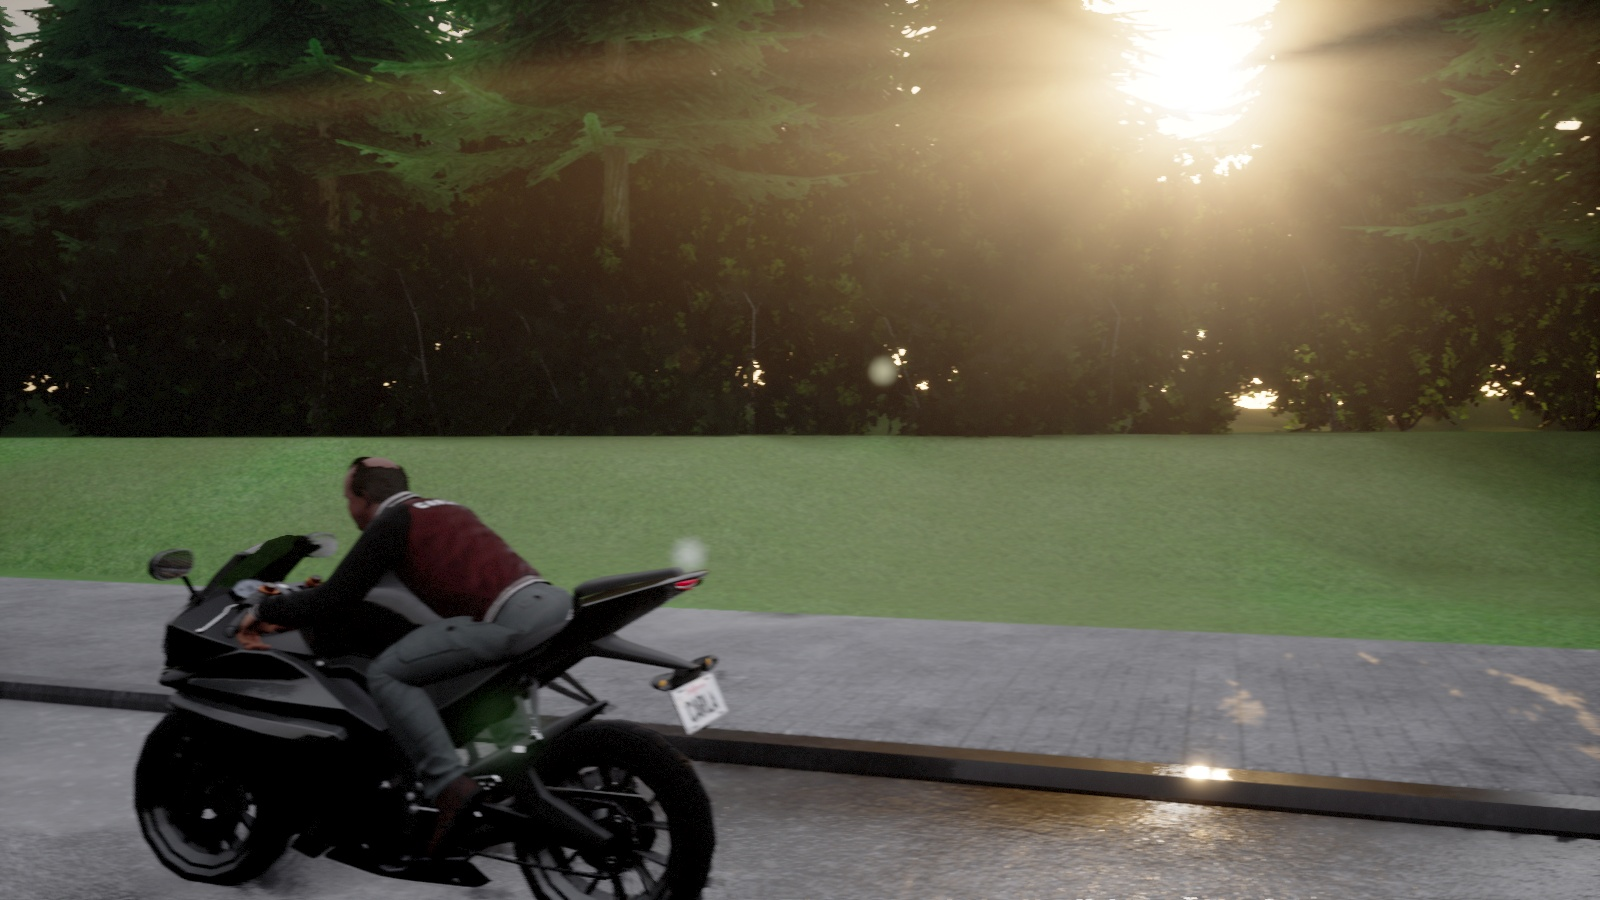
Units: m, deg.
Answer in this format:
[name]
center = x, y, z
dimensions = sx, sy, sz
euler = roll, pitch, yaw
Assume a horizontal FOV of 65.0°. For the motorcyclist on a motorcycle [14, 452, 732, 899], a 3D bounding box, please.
[motorcyclist on a motorcycle]
center = -1.410, 0.789, 4.208
dimensions = 2.191, 1.530, 0.866
euler = 1, 1, 18
